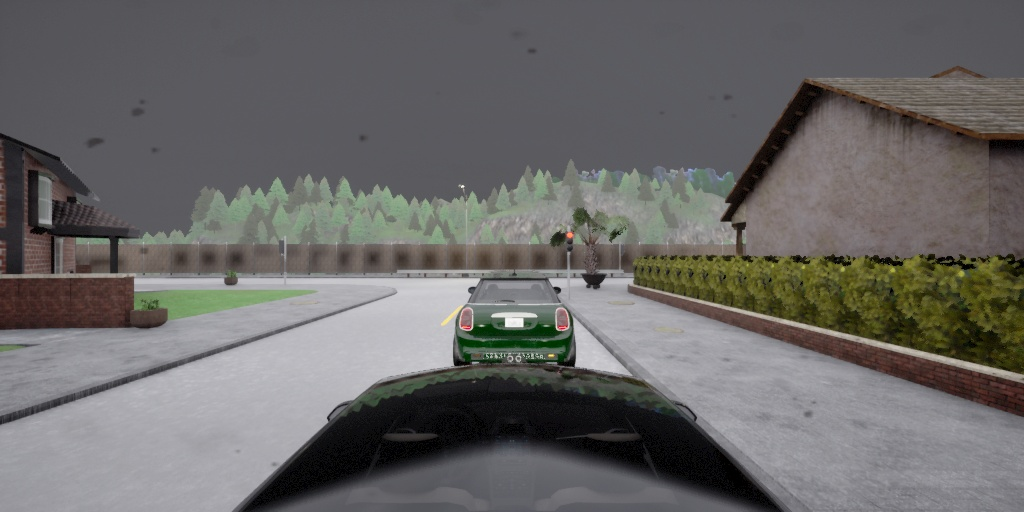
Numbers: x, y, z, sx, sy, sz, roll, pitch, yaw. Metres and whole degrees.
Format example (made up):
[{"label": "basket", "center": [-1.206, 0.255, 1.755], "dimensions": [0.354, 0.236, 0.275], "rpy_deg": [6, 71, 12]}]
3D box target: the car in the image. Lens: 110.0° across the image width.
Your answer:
[{"label": "car", "center": [0.057, 1.102, 7.953], "dimensions": [2.097, 1.767, 4.553], "rpy_deg": [0, 0, 0]}]
